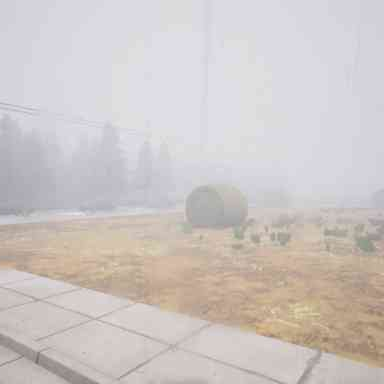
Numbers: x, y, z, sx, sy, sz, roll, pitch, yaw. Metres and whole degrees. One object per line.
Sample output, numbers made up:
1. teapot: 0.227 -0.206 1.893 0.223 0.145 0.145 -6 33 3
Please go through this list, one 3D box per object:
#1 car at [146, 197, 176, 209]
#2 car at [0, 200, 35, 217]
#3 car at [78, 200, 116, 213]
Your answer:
1. car: -4.259 1.532 46.517 1.837 1.490 4.892 0 0 37
2. car: -16.691 1.518 29.774 2.128 1.511 4.902 0 0 37
3. car: -10.743 1.591 37.798 1.994 1.385 4.181 0 0 36
